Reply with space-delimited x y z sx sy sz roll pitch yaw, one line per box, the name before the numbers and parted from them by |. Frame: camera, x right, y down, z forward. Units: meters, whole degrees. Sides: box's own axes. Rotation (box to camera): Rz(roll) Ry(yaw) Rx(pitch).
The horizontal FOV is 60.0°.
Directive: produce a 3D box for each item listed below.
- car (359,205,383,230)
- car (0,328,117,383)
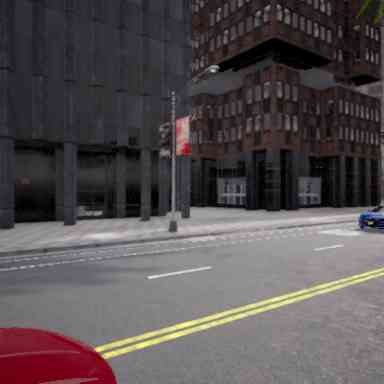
car | 12.185 1.497 20.400 5.008 1.535 1.882 0 0 -36
car | -2.774 1.478 1.455 5.008 1.535 1.882 0 0 -36
